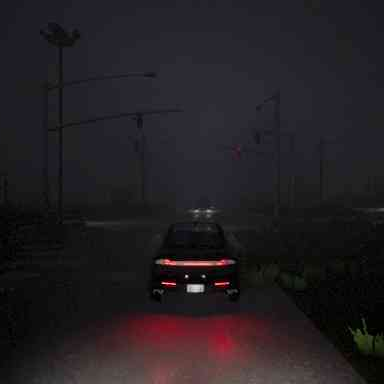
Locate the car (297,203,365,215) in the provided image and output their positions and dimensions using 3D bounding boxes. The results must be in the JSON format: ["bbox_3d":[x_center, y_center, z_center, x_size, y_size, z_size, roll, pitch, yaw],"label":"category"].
[{"bbox_3d":[9.716,1.494,23.076,4.674,1.442,1.812,-1,0,4],"label":"car"}]

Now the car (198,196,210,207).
[{"bbox_3d":[1.902,1.443,52.107,1.882,1.535,5.008,0,0,3],"label":"car"}]

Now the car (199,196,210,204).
[{"bbox_3d":[2.435,1.529,62.049,1.994,1.385,4.181,0,0,3],"label":"car"}]

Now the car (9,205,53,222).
[{"bbox_3d":[-12.409,1.601,24.033,4.718,1.301,1.895,0,0,1],"label":"car"}]

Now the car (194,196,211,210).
[{"bbox_3d":[1.429,1.491,42.899,1.812,1.442,4.674,0,0,3],"label":"car"}]

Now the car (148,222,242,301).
[{"bbox_3d":[0.080,1.492,8.314,2.128,1.511,4.902,0,0,0],"label":"car"}]
